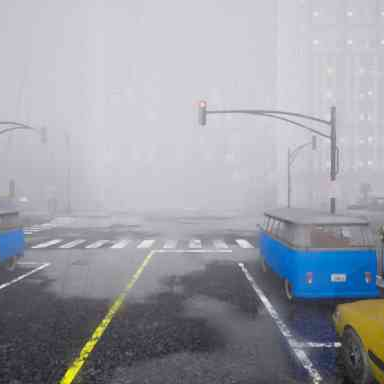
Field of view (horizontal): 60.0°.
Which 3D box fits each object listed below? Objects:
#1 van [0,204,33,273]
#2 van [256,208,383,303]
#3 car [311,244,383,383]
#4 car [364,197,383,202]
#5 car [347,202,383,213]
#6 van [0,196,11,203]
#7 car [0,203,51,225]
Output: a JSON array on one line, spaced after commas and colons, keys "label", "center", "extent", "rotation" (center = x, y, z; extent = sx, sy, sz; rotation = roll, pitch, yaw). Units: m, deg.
[{"label": "van", "center": [-5.694, 1.339, 7.986], "extent": [1.690, 1.788, 3.998], "rotation": [-1, 0, 0]}, {"label": "van", "center": [2.687, 1.339, 7.948], "extent": [1.690, 1.788, 3.998], "rotation": [-1, 0, 0]}, {"label": "car", "center": [2.683, 1.525, 2.516], "extent": [1.752, 1.417, 4.829], "rotation": [-1, 0, 0]}, {"label": "car", "center": [15.270, 1.339, 27.264], "extent": [5.009, 1.841, 2.192], "rotation": [0, 1, 0]}, {"label": "car", "center": [13.729, 1.653, 24.682], "extent": [4.718, 1.301, 1.895], "rotation": [0, 1, 0]}, {"label": "van", "center": [-17.119, 1.201, 27.495], "extent": [3.998, 1.788, 1.690], "rotation": [0, 1, 0]}, {"label": "car", "center": [-11.790, 1.567, 21.664], "extent": [4.718, 1.301, 1.895], "rotation": [0, 1, 0]}]
